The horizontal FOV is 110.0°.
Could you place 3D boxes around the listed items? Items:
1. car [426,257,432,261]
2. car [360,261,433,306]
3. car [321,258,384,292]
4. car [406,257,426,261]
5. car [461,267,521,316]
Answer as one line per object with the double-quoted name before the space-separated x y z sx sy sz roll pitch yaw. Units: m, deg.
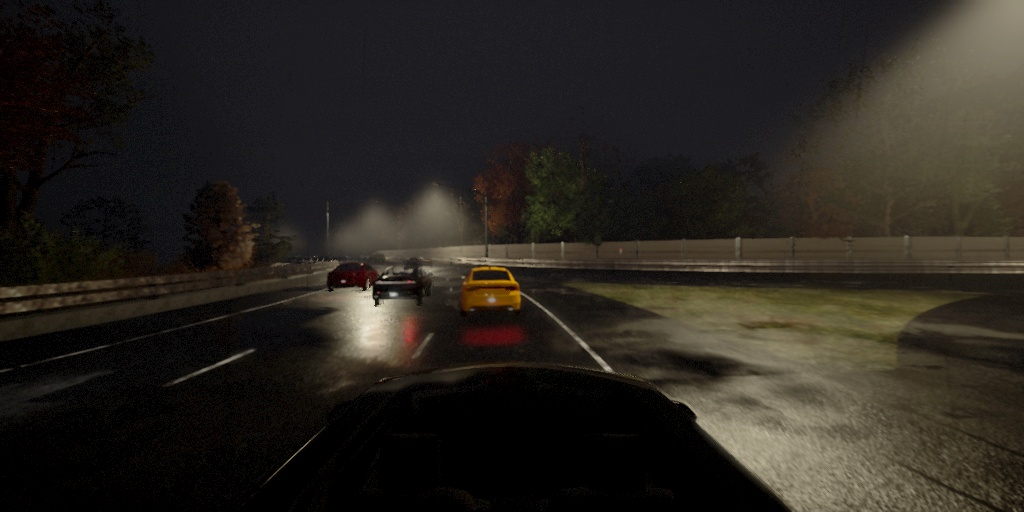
"car" -13.502 0.870 54.334 2.128 1.511 4.902 0 0 -28
"car" -4.501 1.151 15.248 2.128 1.511 4.902 0 0 -6
"car" -8.933 1.113 20.536 1.882 1.535 5.008 0 0 -10
"car" -11.858 0.971 42.868 1.837 1.490 4.892 0 0 -22
"car" -0.843 1.138 13.100 1.882 1.535 5.008 0 0 -6
